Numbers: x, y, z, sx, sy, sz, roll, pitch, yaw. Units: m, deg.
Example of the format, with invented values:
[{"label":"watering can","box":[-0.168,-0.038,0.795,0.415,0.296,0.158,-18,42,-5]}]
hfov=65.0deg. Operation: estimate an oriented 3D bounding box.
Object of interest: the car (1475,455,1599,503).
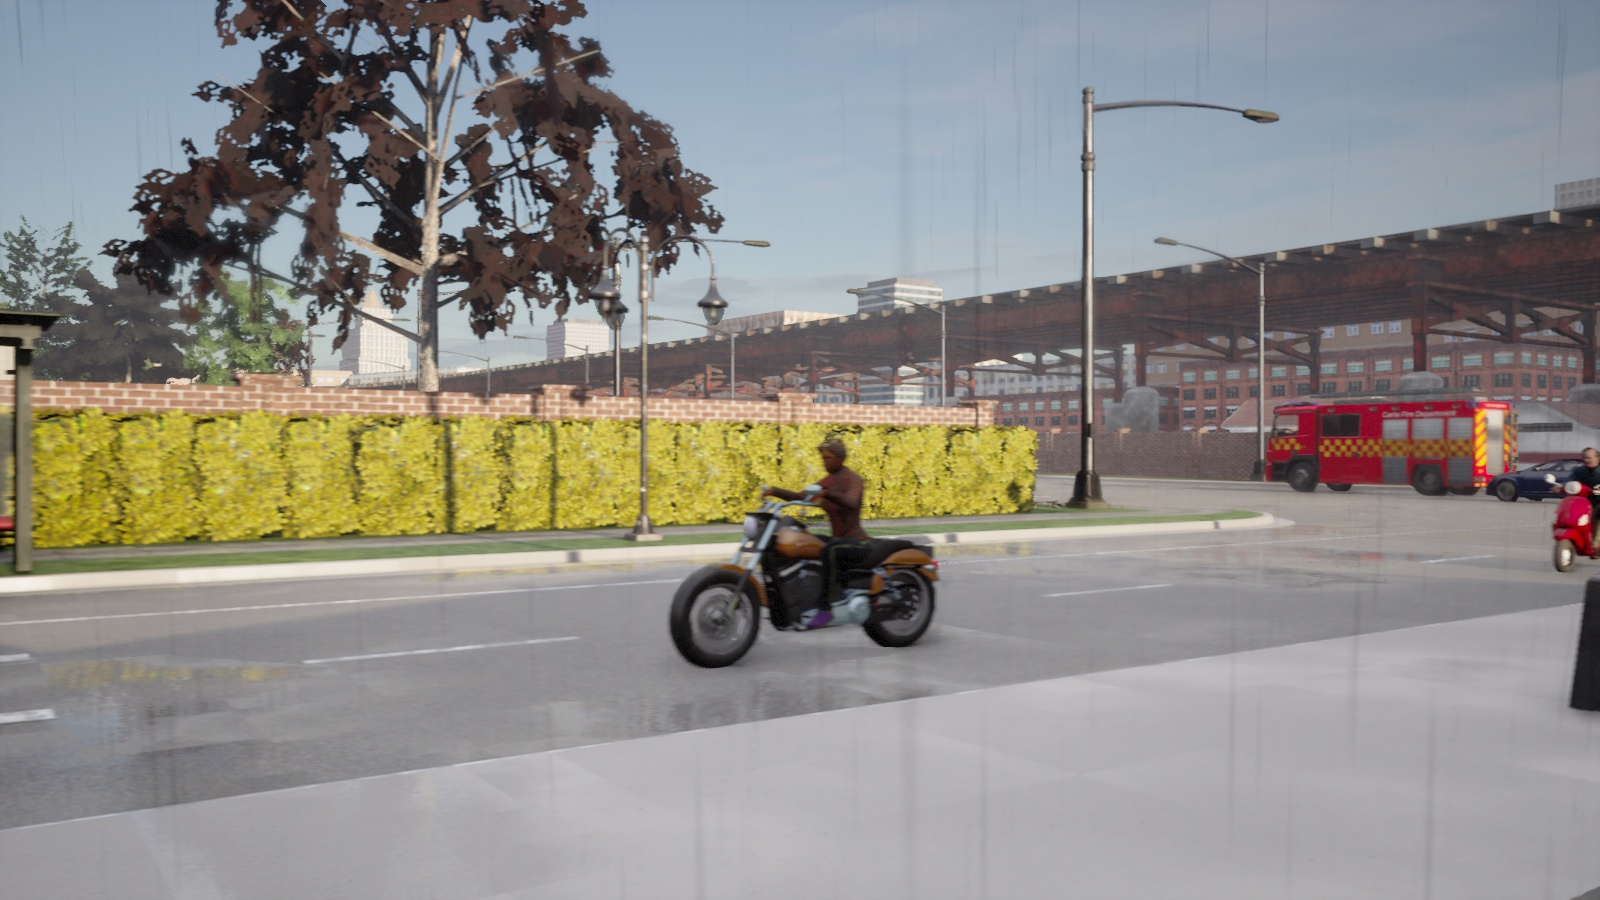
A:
[{"label":"car","box":[23.399,0.853,38.666,1.994,1.385,4.181,0,0,-35]}]

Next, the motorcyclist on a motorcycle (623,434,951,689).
[{"label":"motorcyclist on a motorcycle","box":[-0.049,0.717,9.108,2.350,1.649,0.766,0,0,-35]}]

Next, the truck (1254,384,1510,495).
[{"label":"truck","box":[21.663,-0.351,47.343,2.891,3.827,8.468,0,0,-35]}]

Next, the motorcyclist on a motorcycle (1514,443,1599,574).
[{"label":"motorcyclist on a motorcycle","box":[10.088,0.716,16.160,1.817,1.590,0.866,0,0,-35]}]
